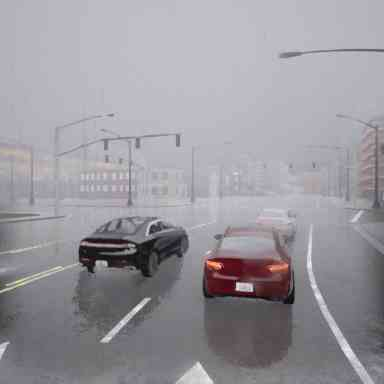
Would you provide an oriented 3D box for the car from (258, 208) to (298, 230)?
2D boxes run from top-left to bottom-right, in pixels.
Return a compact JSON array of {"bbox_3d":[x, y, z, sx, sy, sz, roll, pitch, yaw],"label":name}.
[{"bbox_3d":[4.203,1.526,16.582,1.812,1.442,4.674,0,0,20],"label":"car"}]

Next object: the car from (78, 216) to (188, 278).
[{"bbox_3d":[-1.518,1.492,10.279,2.128,1.511,4.902,0,0,15],"label":"car"}]

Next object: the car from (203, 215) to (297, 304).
[{"bbox_3d":[1.458,1.526,8.150,1.812,1.442,4.674,0,0,13],"label":"car"}]
